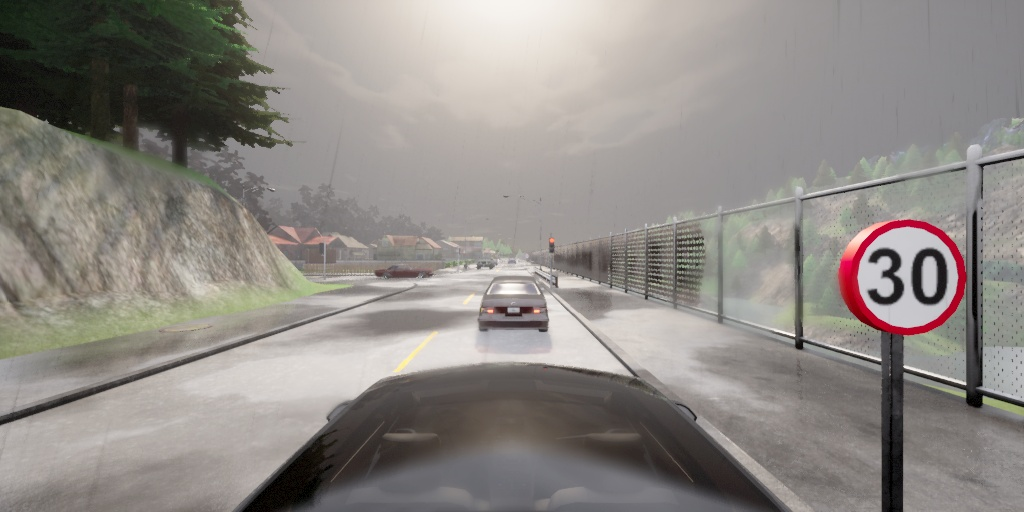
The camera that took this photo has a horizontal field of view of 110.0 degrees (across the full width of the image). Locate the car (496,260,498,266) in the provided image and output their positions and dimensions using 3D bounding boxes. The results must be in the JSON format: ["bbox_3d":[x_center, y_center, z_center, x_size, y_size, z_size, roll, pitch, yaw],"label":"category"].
[{"bbox_3d":[-4.038,1.297,64.931,2.033,1.411,5.357,0,0,0],"label":"car"}]

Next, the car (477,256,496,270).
[{"bbox_3d":[-4.078,0.971,54.688,2.150,2.045,5.566,0,0,0],"label":"car"}]

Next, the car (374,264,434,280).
[{"bbox_3d":[-9.118,1.351,30.686,4.718,1.301,1.895,0,0,-7],"label":"car"}]

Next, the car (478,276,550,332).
[{"bbox_3d":[0.050,1.297,10.794,2.033,1.411,5.357,0,0,0],"label":"car"}]
